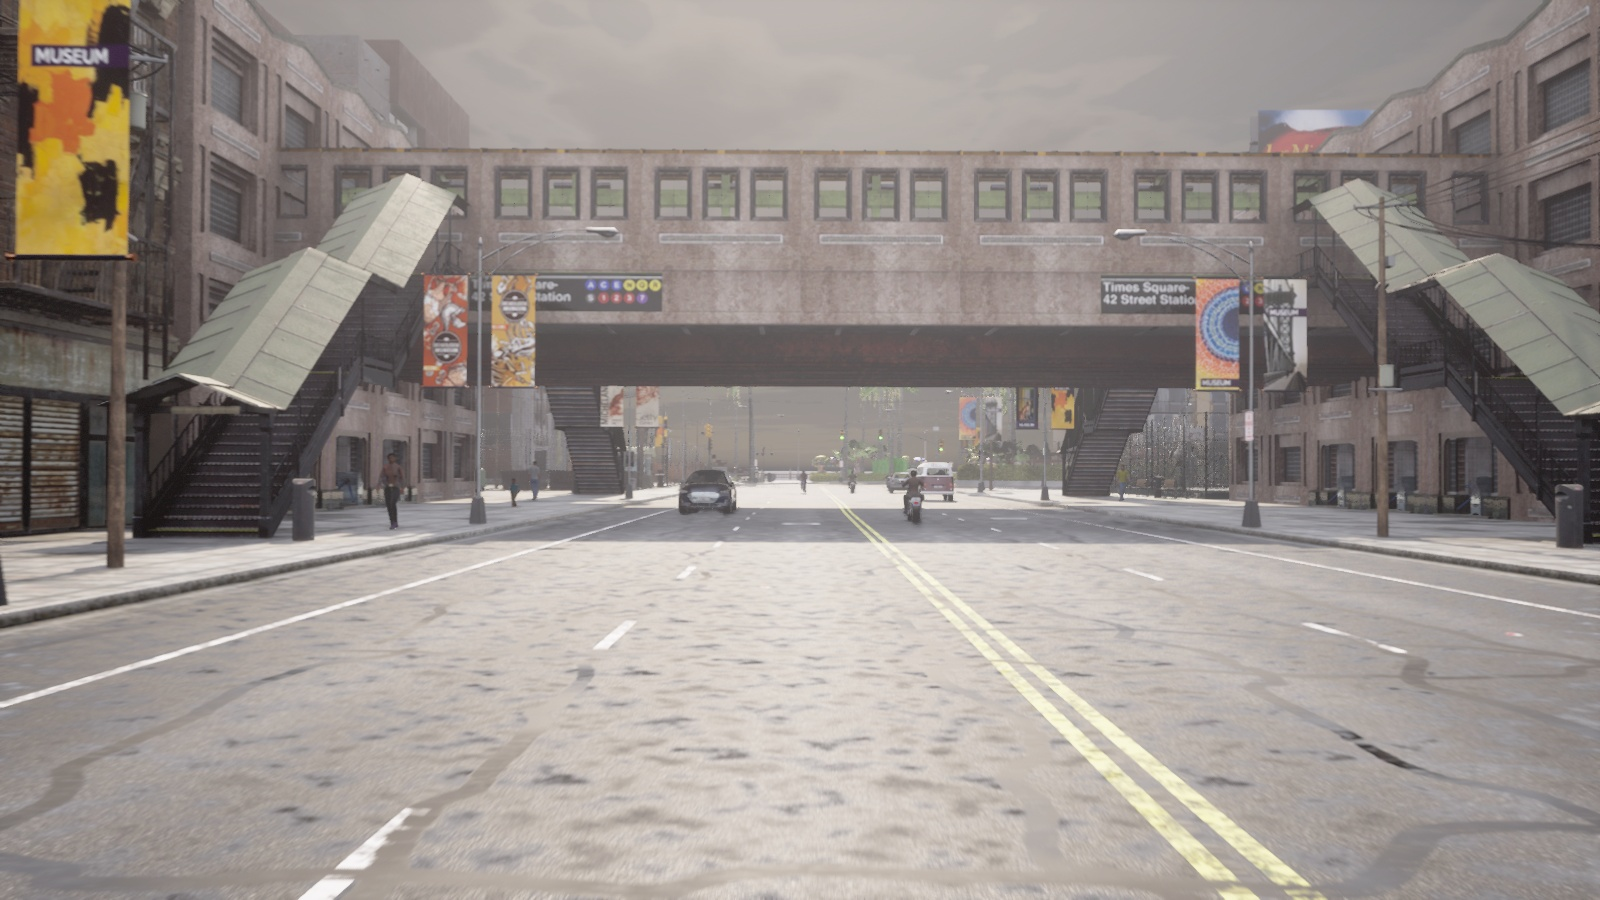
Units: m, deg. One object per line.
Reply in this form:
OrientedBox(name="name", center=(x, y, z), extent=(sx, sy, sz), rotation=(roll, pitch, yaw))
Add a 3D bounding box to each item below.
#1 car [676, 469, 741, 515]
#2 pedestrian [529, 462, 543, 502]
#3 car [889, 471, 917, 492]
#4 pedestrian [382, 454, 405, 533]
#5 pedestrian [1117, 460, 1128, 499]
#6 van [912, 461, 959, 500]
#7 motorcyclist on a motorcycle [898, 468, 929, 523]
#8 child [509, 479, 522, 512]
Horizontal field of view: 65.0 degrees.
OrientedBox(name="car", center=(-3.397, 1.549, 47.285), extent=(2.033, 1.649, 4.856), rotation=(0, -1, 1))
OrientedBox(name="pedestrian", center=(-12.155, 1.484, 57.794), extent=(0.354, 1.836, 0.706), rotation=(0, -1, 11))
OrientedBox(name="car", center=(7.543, 2.288, 91.767), extent=(1.970, 1.475, 3.806), rotation=(0, -1, 5))
OrientedBox(name="pedestrian", center=(-9.451, 0.996, 29.233), extent=(0.328, 1.805, 0.869), rotation=(0, -1, -6))
OrientedBox(name="pedestrian", center=(15.548, 1.426, 60.477), extent=(0.354, 1.836, 0.706), rotation=(0, -1, 1))
OrientedBox(name="van", center=(7.262, 1.648, 67.888), extent=(2.069, 2.038, 4.480), rotation=(0, -1, 0))
OrientedBox(name="motorcyclist on a motorcycle", center=(3.569, 1.414, 39.560), extent=(0.766, 1.649, 2.350), rotation=(0, -1, 0))
OrientedBox(name="child", center=(-10.502, 1.667, 46.370), extent=(0.343, 1.192, 0.448), rotation=(0, -1, 10))
